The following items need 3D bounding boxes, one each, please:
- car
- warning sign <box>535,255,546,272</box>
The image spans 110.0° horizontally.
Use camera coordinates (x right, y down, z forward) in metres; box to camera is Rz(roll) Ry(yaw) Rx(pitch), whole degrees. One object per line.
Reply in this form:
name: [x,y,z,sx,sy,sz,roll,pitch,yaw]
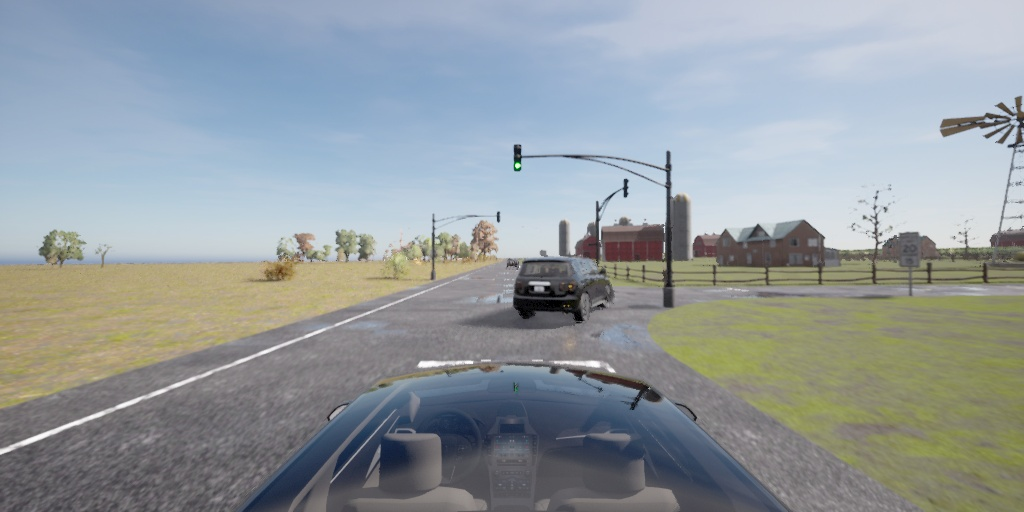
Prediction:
car: [2.022,1.051,12.923,2.150,2.045,5.566,-1,0,27]
warning sign: [3.548,1.184,47.952,1.300,1.860,1.060,0,0,0]
